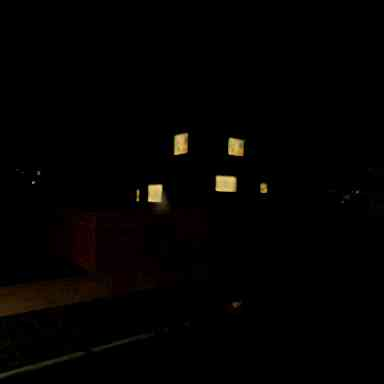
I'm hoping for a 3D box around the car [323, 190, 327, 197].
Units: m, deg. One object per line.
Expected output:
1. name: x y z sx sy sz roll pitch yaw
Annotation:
1. car: 21.939 0.410 56.732 2.033 1.411 5.357 1 2 -3
